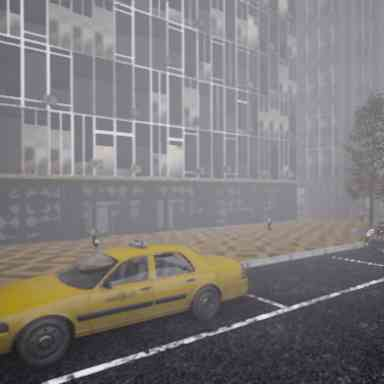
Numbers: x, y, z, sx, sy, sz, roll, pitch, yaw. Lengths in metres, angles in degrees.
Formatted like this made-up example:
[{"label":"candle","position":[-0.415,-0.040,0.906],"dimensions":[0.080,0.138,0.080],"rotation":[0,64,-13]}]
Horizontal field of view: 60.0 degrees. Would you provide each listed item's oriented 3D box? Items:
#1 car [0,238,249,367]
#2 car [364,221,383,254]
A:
[{"label":"car","position":[-1.167,1.532,5.735],"dimensions":[4.829,1.417,1.752],"rotation":[0,-1,-35]},{"label":"car","position":[8.227,1.478,12.433],"dimensions":[4.097,1.590,1.967],"rotation":[0,-1,-35]}]
